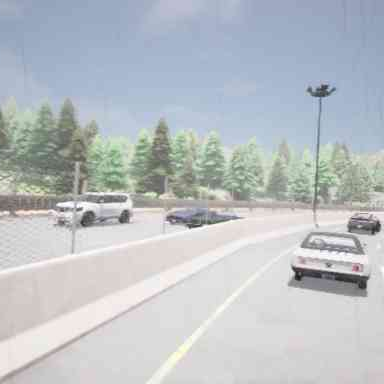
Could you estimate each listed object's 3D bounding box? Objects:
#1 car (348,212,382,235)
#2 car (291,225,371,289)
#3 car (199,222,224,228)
[{"bbox_3d":[13.343,2.354,25.650,2.128,1.511,4.902,3,0,35],"label":"car"},{"bbox_3d":[4.343,1.893,10.303,1.895,1.301,4.718,3,0,25],"label":"car"},{"bbox_3d":[1.533,1.800,20.518,1.895,1.301,4.718,3,0,30],"label":"car"}]
